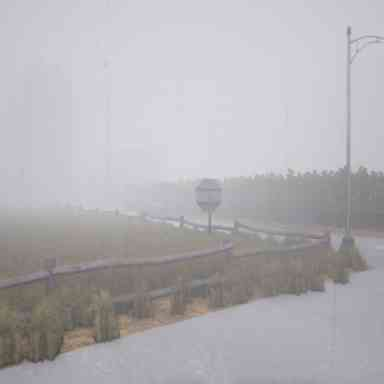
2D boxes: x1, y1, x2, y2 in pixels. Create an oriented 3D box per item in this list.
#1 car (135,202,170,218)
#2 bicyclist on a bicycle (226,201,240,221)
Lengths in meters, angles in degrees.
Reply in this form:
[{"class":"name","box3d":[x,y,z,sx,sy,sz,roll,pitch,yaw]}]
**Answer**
[{"class":"car","box3d":[-4.082,1.819,33.451,1.837,1.490,4.892,1,-1,-36]},{"class":"bicyclist on a bicycle","box3d":[3.504,1.632,28.406,1.656,1.620,0.582,0,0,-36]}]
